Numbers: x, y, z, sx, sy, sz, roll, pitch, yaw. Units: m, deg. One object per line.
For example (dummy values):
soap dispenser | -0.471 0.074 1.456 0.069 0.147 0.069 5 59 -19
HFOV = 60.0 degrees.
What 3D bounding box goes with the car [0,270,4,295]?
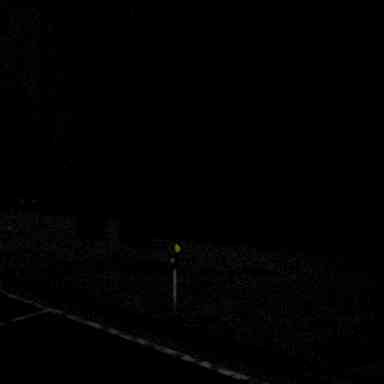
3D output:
car | -5.897 1.574 7.190 4.829 1.417 1.752 0 0 36
